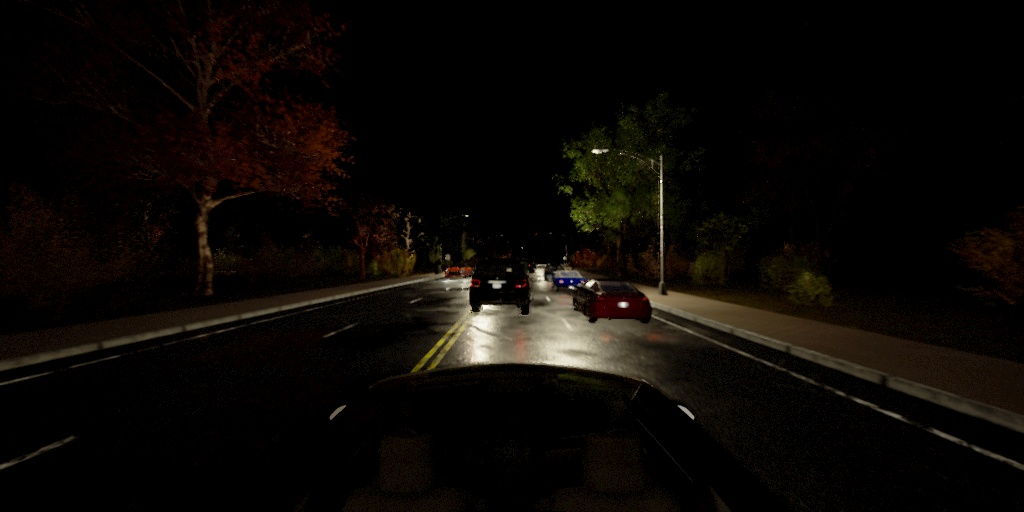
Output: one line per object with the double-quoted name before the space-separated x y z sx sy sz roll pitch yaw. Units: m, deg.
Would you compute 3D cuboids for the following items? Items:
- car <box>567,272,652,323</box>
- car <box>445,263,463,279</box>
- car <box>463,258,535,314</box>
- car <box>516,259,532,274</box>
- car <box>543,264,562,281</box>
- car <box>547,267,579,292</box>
"car" 3.342 1.439 12.682 1.994 1.385 4.181 0 -1 1
"car" -5.623 1.485 37.793 2.097 1.767 4.553 0 0 3
"car" -0.294 1.120 14.820 2.150 2.045 5.566 0 0 5
"car" 1.849 1.499 52.107 2.150 2.045 5.566 0 -1 4
"car" 4.045 1.535 34.520 2.033 1.649 4.856 0 -1 3
"car" 3.610 1.593 23.632 1.895 1.301 4.718 0 -1 2
